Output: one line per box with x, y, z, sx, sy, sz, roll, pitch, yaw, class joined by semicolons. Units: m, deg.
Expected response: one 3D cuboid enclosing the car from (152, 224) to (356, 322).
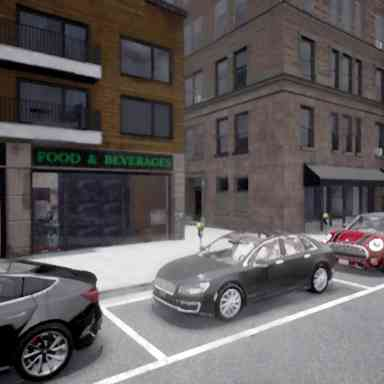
1.272;1.522;7.075;4.403;1.369;2.008;0;0;-35;car

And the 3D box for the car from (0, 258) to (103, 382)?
-3.233;1.569;3.888;4.313;1.339;1.947;0;0;-35;car

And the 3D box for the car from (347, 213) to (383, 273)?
5.776;1.383;10.262;4.097;1.590;1.967;0;0;-35;car
